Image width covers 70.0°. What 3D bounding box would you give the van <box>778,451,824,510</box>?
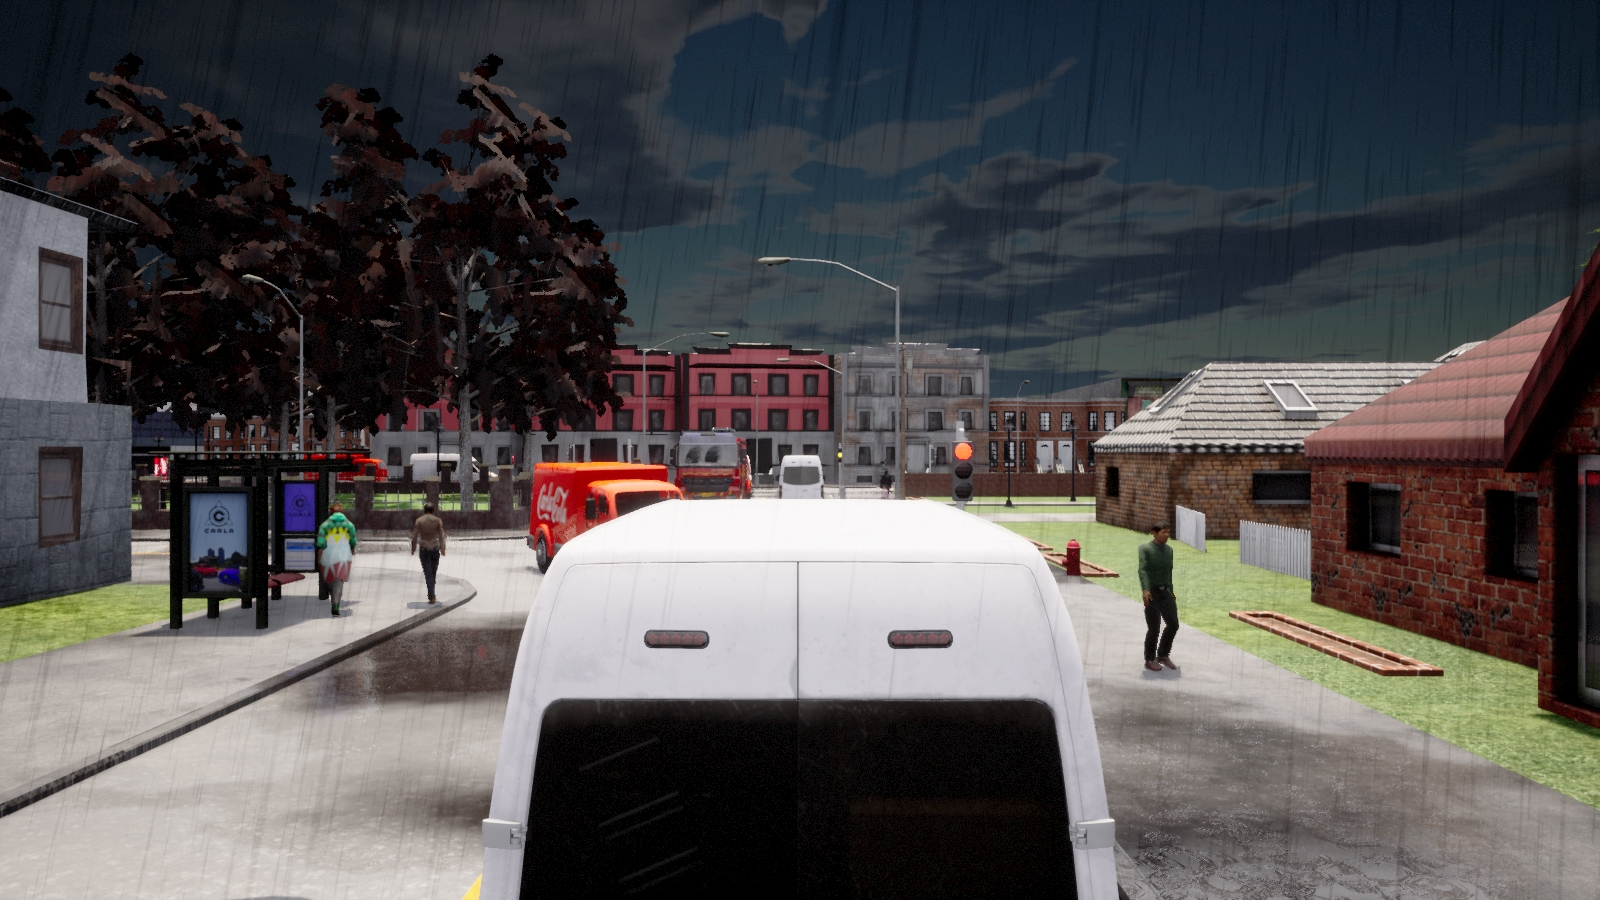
[{"bbox_3d":[0.033,1.314,52.205,1.988,2.561,5.915,0,0,-1],"label":"van"}]

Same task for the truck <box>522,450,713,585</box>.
[{"bbox_3d":[-4.163,1.326,25.226,2.627,2.467,5.204,-1,2,-28],"label":"truck"}]

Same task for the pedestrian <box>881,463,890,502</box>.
[{"bbox_3d":[4.018,1.524,53.662,0.375,1.860,0.375,0,0,-3],"label":"pedestrian"}]

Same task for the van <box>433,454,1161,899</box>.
[{"bbox_3d":[-0.009,1.315,6.082,1.988,2.561,5.915,0,0,0],"label":"van"}]

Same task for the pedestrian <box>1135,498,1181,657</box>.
[{"bbox_3d":[4.326,1.523,13.816,0.375,1.860,0.375,0,0,-21],"label":"pedestrian"}]

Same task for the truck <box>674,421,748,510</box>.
[{"bbox_3d":[-4.049,0.670,53.739,2.891,3.827,8.468,0,0,0],"label":"truck"}]

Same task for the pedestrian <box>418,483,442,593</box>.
[{"bbox_3d":[-6.428,1.517,19.857,0.375,1.860,0.375,0,0,-21],"label":"pedestrian"}]

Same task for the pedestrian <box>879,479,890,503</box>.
[{"bbox_3d":[3.907,1.904,52.846,0.500,1.100,0.500,0,0,1],"label":"pedestrian"}]

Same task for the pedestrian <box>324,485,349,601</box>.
[{"bbox_3d":[-7.619,1.518,18.778,0.375,1.860,0.375,0,0,-21],"label":"pedestrian"}]

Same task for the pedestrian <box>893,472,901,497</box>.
[{"bbox_3d":[5.059,1.798,59.619,0.375,1.300,0.375,0,0,3],"label":"pedestrian"}]
